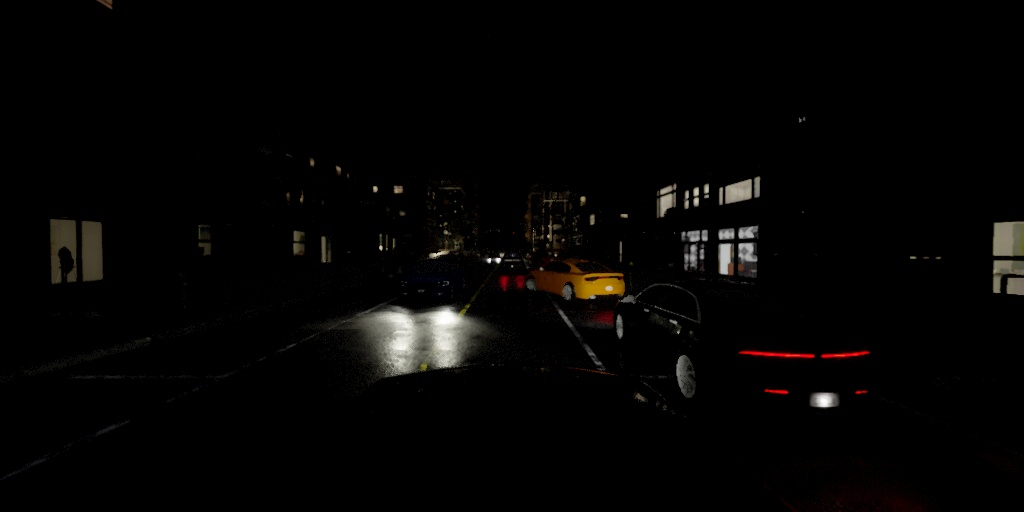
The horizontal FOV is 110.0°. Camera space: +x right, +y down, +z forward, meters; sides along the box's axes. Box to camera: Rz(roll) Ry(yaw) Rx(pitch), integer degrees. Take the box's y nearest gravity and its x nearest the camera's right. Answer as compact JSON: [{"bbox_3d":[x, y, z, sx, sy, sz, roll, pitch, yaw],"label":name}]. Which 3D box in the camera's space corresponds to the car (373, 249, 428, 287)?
[{"bbox_3d":[-5.690,0.551,19.342,2.192,1.841,5.009,0,0,0],"label":"car"}]

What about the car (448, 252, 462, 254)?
[{"bbox_3d":[-5.689,0.497,30.403,1.802,1.307,4.207,0,0,0],"label":"car"}]

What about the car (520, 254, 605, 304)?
[{"bbox_3d":[2.303,0.859,14.316,1.882,1.535,5.008,0,2,-23],"label":"car"}]

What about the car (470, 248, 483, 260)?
[{"bbox_3d":[-5.758,-0.245,54.000,1.751,1.417,4.829,0,0,0],"label":"car"}]

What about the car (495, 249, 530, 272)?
[{"bbox_3d":[0.055,0.464,28.456,2.128,1.511,4.902,0,2,1],"label":"car"}]

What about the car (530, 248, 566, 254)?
[{"bbox_3d":[2.692,0.390,24.871,2.192,1.841,5.009,0,0,0],"label":"car"}]

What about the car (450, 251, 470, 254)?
[{"bbox_3d":[-5.688,0.195,35.934,1.967,1.591,4.097,0,0,0],"label":"car"}]

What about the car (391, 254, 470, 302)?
[{"bbox_3d":[-3.099,0.847,14.734,1.882,1.535,5.008,0,2,0],"label":"car"}]

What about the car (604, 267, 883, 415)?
[{"bbox_3d":[3.145,1.127,6.024,1.837,1.490,4.892,0,2,0],"label":"car"}]

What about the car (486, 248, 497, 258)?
[{"bbox_3d":[-2.999,-0.381,61.551,1.895,1.301,4.718,0,2,0],"label":"car"}]
